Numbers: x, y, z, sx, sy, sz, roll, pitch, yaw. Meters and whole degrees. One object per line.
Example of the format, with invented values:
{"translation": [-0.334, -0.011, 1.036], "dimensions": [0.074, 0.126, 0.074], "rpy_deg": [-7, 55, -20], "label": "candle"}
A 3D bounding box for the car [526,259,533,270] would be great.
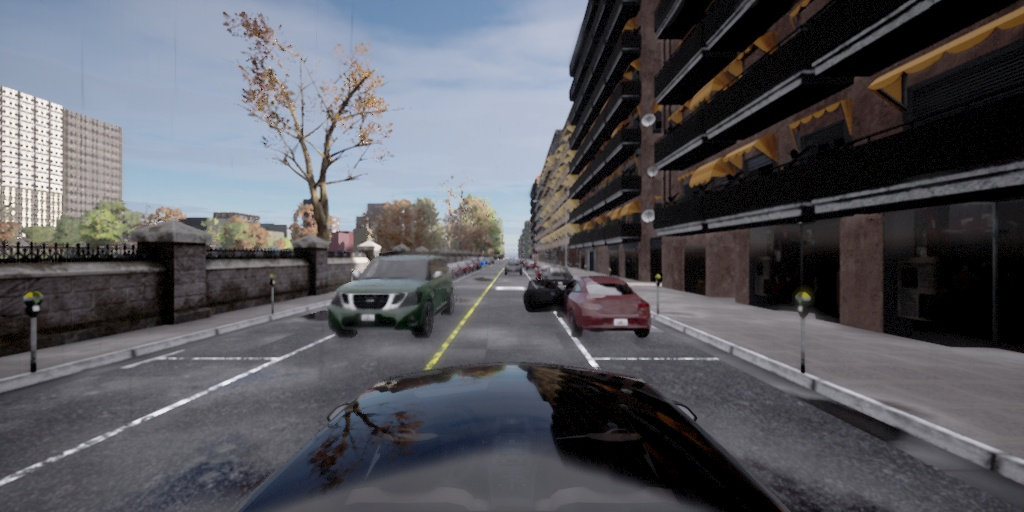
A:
{"translation": [2.814, 1.333, 50.680], "dimensions": [1.802, 1.307, 4.207], "rpy_deg": [0, 0, 0], "label": "car"}

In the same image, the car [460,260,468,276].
{"translation": [-5.611, 1.321, 33.815], "dimensions": [1.802, 1.307, 4.207], "rpy_deg": [0, 0, 0], "label": "car"}

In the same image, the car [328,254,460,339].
{"translation": [-3.083, 0.968, 10.466], "dimensions": [2.150, 2.045, 5.566], "rpy_deg": [0, 0, 0], "label": "car"}

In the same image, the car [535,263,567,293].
{"translation": [2.740, 1.294, 22.532], "dimensions": [2.007, 1.370, 4.403], "rpy_deg": [0, 0, 0], "label": "car"}

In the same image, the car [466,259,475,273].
{"translation": [-5.596, 1.284, 39.443], "dimensions": [1.888, 1.381, 4.507], "rpy_deg": [0, 0, 0], "label": "car"}

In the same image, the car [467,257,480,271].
{"translation": [-5.581, 1.184, 45.071], "dimensions": [1.967, 1.591, 4.097], "rpy_deg": [0, 0, 0], "label": "car"}

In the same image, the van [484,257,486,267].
{"translation": [-5.552, 1.098, 56.332], "dimensions": [1.690, 1.789, 3.998], "rpy_deg": [0, 0, 0], "label": "van"}

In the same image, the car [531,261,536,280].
{"translation": [2.755, 1.286, 28.162], "dimensions": [1.888, 1.381, 4.507], "rpy_deg": [0, 0, 0], "label": "car"}

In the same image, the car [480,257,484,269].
{"translation": [-5.567, 1.065, 50.702], "dimensions": [2.192, 1.841, 5.009], "rpy_deg": [0, 0, 0], "label": "car"}

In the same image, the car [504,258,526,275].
{"translation": [0.163, 1.232, 38.695], "dimensions": [2.128, 1.511, 4.902], "rpy_deg": [0, 0, 1], "label": "car"}

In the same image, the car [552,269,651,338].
{"translation": [2.370, 1.273, 10.090], "dimensions": [1.812, 1.442, 4.674], "rpy_deg": [0, 0, 0], "label": "car"}
